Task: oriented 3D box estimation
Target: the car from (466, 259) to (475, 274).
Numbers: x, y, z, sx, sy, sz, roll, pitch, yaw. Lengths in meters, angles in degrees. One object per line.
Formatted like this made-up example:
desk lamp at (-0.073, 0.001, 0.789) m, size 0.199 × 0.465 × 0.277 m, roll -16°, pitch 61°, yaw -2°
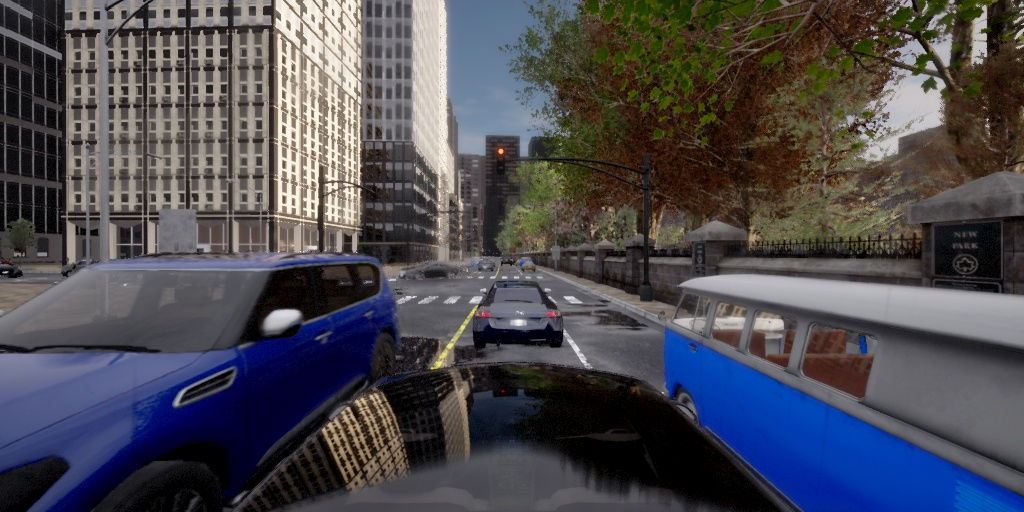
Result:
car at (-5.628, 1.288, 40.326) m, size 2.007 × 1.370 × 4.403 m, roll 0°, pitch 0°, yaw -1°

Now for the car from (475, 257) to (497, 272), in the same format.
car at (-3.280, 1.226, 45.926) m, size 2.128 × 1.511 × 4.902 m, roll 0°, pitch 0°, yaw -1°

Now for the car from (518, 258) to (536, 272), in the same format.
car at (2.134, 1.260, 46.376) m, size 1.751 × 1.417 × 4.829 m, roll 0°, pitch 0°, yaw -1°

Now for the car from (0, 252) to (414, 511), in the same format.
car at (-2.852, 0.971, 3.558) m, size 2.150 × 2.045 × 5.566 m, roll 0°, pitch 0°, yaw 0°

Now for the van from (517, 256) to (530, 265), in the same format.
van at (2.012, 1.071, 51.749) m, size 1.690 × 1.789 × 3.998 m, roll 0°, pitch 0°, yaw -1°

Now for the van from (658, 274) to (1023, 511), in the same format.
van at (2.568, 1.091, 2.657) m, size 1.690 × 1.789 × 3.998 m, roll 0°, pitch 0°, yaw 0°

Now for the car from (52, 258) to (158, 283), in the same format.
car at (-27.258, 0.948, 24.125) m, size 4.902 × 1.511 × 2.128 m, roll 1°, pitch 0°, yaw 3°

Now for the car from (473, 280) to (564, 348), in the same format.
car at (0.101, 1.313, 9.238) m, size 1.994 × 1.385 × 4.181 m, roll 0°, pitch 0°, yaw -1°

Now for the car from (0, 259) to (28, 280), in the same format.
car at (-36.594, 0.915, 24.637) m, size 4.181 × 1.385 × 1.994 m, roll 1°, pitch 0°, yaw 2°

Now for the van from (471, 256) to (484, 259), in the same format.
van at (-6.305, 1.063, 62.501) m, size 1.690 × 1.789 × 3.998 m, roll 0°, pitch 0°, yaw -2°

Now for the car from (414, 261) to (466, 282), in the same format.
car at (-6.459, 1.173, 28.276) m, size 2.128 × 1.511 × 4.902 m, roll 1°, pitch 0°, yaw 42°

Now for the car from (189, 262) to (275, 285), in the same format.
car at (-18.276, 1.123, 23.559) m, size 4.181 × 1.385 × 1.994 m, roll 1°, pitch 0°, yaw 4°
